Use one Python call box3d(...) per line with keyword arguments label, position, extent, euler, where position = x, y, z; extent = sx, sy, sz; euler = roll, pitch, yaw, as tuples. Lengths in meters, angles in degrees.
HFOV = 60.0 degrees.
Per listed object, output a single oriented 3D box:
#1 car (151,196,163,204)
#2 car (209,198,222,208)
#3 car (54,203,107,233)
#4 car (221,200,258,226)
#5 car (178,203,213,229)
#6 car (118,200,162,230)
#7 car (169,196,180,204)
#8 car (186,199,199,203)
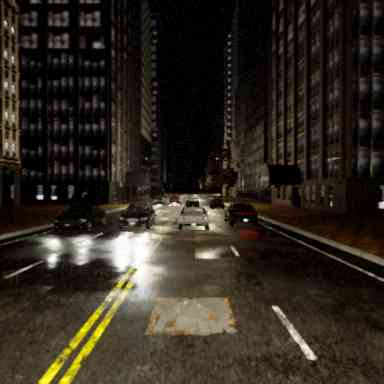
box3d(label="car", position=(-6.517, 1.463, 62.297), extent=(2.128, 1.511, 4.902), euler=(0, 0, 1))
box3d(label="car", position=(3.352, 1.539, 45.216), extent=(2.033, 1.411, 5.357), euler=(0, 0, 0))
box3d(label="car", position=(-6.592, 1.480, 20.099), extent=(1.882, 1.535, 5.008), euler=(0, 0, 0))
box3d(label="car", position=(3.350, 1.506, 23.181), extent=(1.837, 1.490, 4.892), euler=(0, 0, 0))
box3d(label="car", position=(0.102, 1.602, 21.651), extent=(1.895, 1.301, 4.718), euler=(0, 0, 0))
box3d(label="car", position=(-3.341, 1.494, 21.040), extent=(2.128, 1.511, 4.902), euler=(0, 0, 0))
box3d(label="car", position=(-3.266, 1.444, 62.200), extent=(1.882, 1.535, 5.008), euler=(0, 0, 1))
box3d(label="car", position=(0.101, 1.591, 46.825), extent=(1.895, 1.301, 4.718), euler=(0, 0, 0))
